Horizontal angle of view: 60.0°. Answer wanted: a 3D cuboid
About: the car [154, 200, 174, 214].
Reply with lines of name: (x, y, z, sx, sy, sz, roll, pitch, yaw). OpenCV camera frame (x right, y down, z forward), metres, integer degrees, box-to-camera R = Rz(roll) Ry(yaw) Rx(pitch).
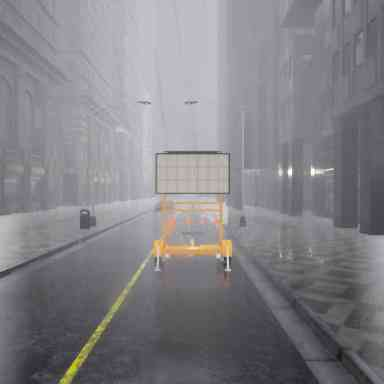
car: (-2.967, 1.579, 36.059, 2.033, 1.411, 5.357, 0, 0, 0)

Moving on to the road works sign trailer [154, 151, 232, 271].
road works sign trailer: (0.024, 0.467, 10.876, 2.380, 3.560, 2.880, 0, 0, 0)
